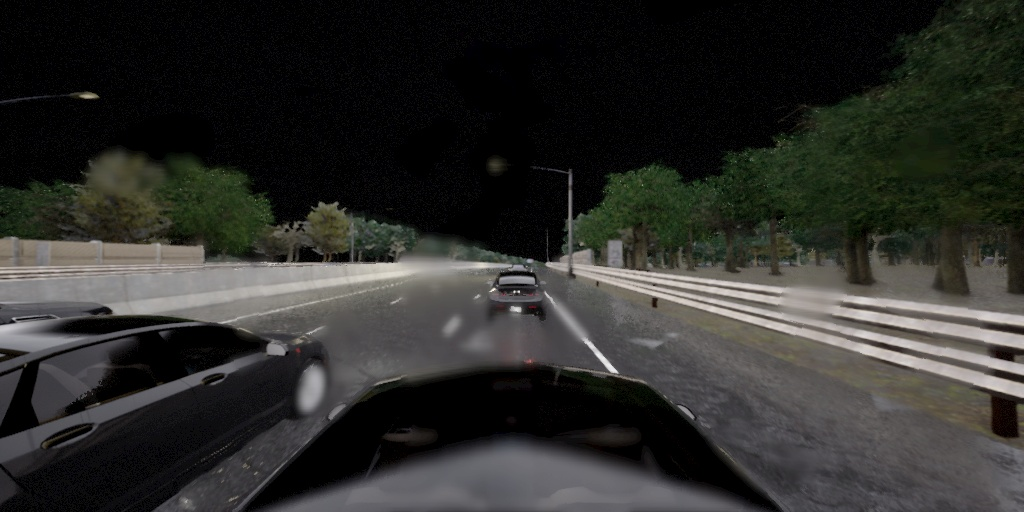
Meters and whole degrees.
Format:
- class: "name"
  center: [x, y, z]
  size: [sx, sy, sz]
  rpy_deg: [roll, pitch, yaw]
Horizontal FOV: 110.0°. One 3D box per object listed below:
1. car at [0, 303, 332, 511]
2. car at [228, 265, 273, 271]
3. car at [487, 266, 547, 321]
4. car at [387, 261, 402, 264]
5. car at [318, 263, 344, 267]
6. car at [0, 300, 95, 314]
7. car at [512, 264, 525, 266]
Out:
- class: "car"
  center: [-3.386, 1.254, 2.979]
  size: [1.837, 1.490, 4.892]
  rpy_deg: [0, 0, 0]
- class: "car"
  center: [-24.147, 1.498, 33.703]
  size: [1.895, 1.301, 4.718]
  rpy_deg: [0, 0, 2]
- class: "car"
  center: [0.167, 1.276, 12.548]
  size: [1.837, 1.490, 4.892]
  rpy_deg: [0, 0, 1]
- class: "car"
  center: [-19.731, 1.736, 57.085]
  size: [1.994, 1.385, 4.181]
  rpy_deg: [0, -1, 3]
- class: "car"
  center: [-17.139, 1.388, 33.794]
  size: [2.128, 1.511, 4.902]
  rpy_deg: [0, 0, 2]
- class: "car"
  center: [-6.889, 0.969, 3.039]
  size: [2.150, 2.045, 5.566]
  rpy_deg: [0, 0, 0]
- class: "car"
  center: [0.659, 1.486, 37.024]
  size: [1.994, 1.385, 4.181]
  rpy_deg: [0, -1, 2]
